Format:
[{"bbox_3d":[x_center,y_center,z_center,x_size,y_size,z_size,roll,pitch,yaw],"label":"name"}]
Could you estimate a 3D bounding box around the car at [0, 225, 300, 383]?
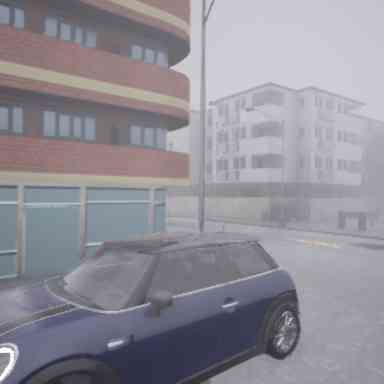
[{"bbox_3d":[-0.598,1.377,4.311,4.553,1.767,2.097,1,-1,-40],"label":"car"}]
